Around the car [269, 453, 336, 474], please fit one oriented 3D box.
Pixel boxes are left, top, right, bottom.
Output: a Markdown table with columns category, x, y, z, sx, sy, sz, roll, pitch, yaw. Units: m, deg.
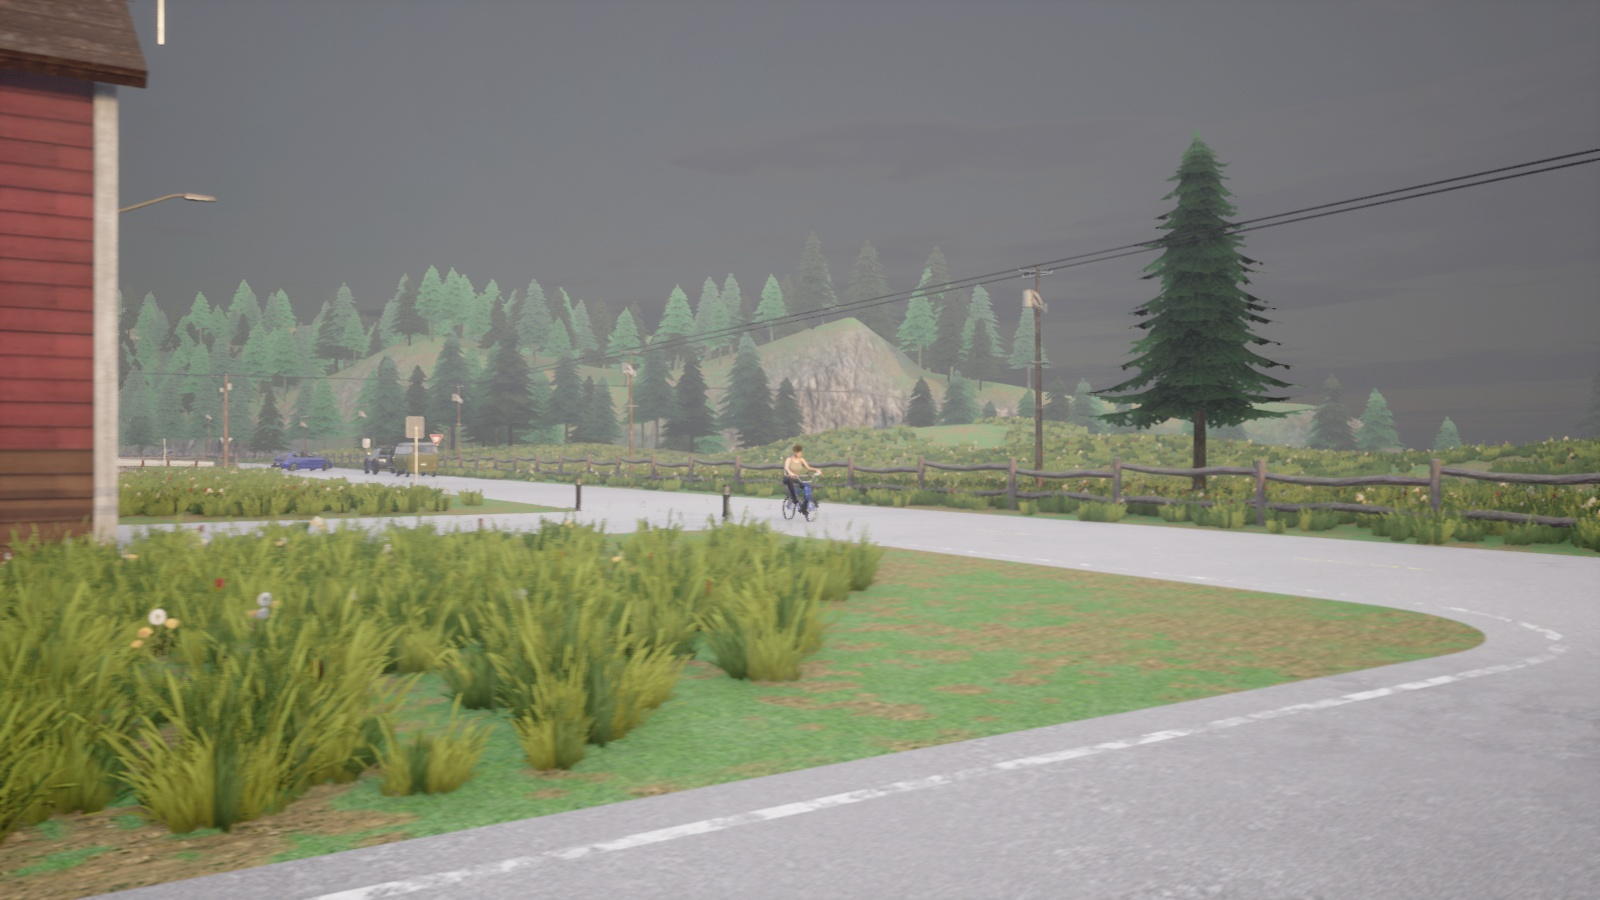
| category | x | y | z | sx | sy | sz | roll | pitch | yaw |
| --- | --- | --- | --- | --- | --- | --- | --- | --- | --- |
| car | -35.439 | 0.955 | 89.543 | 1.816 | 1.474 | 4.193 | 0 | 0 | 31 |

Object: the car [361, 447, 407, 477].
| category | x | y | z | sx | sy | sz | roll | pitch | yaw |
| --- | --- | --- | --- | --- | --- | --- | --- | --- | --- |
| car | -26.389 | 0.728 | 79.554 | 1.932 | 1.855 | 4.605 | 0 | 0 | -29 |

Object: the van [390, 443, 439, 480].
| category | x | y | z | sx | sy | sz | roll | pitch | yaw |
| --- | --- | --- | --- | --- | --- | --- | --- | --- | --- |
| van | -22.038 | 0.639 | 71.736 | 1.775 | 1.987 | 4.442 | 0 | 0 | -29 |

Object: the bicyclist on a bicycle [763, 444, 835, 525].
| category | x | y | z | sx | sy | sz | roll | pitch | yaw |
| --- | --- | --- | --- | --- | --- | --- | --- | --- | --- |
| bicyclist on a bicycle | -0.030 | 0.693 | 26.101 | 0.866 | 1.612 | 1.509 | 0 | 0 | -29 |
